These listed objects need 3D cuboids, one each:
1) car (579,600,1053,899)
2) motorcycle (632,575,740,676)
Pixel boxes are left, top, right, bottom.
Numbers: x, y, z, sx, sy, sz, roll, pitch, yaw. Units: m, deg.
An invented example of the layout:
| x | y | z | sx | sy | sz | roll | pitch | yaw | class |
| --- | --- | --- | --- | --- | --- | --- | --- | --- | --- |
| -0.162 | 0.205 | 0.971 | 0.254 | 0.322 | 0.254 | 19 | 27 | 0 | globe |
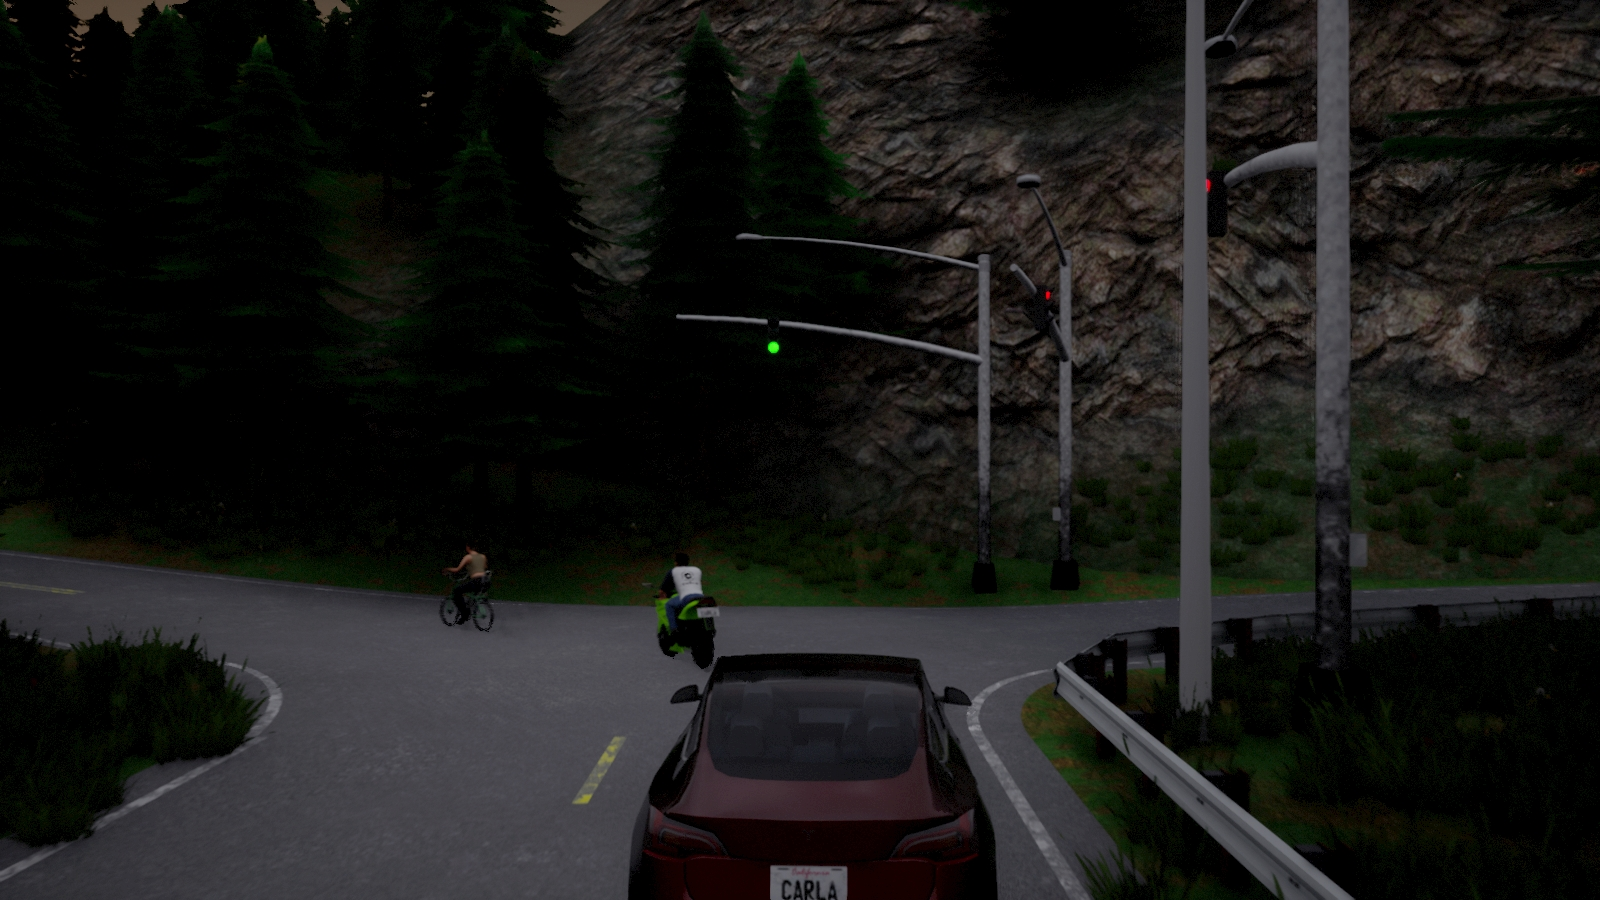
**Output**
| x | y | z | sx | sy | sz | roll | pitch | yaw | class |
| --- | --- | --- | --- | --- | --- | --- | --- | --- | --- |
| 0.154 | 2.064 | 7.608 | 2.163 | 1.488 | 4.792 | 0 | 0 | 2 | car |
| -1.589 | 2.336 | 15.544 | 0.803 | 1.145 | 2.033 | 0 | -3 | -25 | motorcycle |
